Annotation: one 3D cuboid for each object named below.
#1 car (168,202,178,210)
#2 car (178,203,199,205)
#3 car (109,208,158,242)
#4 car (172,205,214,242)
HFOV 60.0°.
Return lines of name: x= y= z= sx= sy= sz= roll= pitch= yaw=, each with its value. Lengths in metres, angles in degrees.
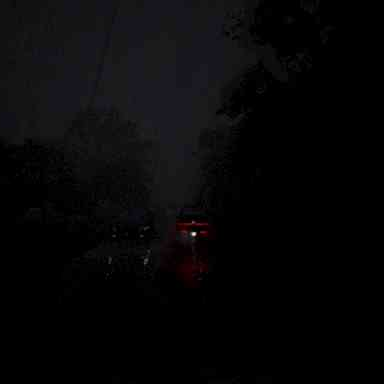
car: x=-3.061 y=2.425 z=58.443 sx=2.033 sy=1.411 sz=5.357 roll=0 pitch=-2 yaw=0
car: x=0.006 y=1.811 z=33.524 sx=2.128 sy=1.511 sz=4.902 roll=0 pitch=-1 yaw=0
car: x=-2.878 y=1.601 z=17.212 sx=1.882 sy=1.535 sz=5.008 roll=0 pitch=0 yaw=0
car: x=0.070 y=1.628 z=17.189 sx=1.837 sy=1.490 sz=4.892 roll=0 pitch=-1 yaw=0
